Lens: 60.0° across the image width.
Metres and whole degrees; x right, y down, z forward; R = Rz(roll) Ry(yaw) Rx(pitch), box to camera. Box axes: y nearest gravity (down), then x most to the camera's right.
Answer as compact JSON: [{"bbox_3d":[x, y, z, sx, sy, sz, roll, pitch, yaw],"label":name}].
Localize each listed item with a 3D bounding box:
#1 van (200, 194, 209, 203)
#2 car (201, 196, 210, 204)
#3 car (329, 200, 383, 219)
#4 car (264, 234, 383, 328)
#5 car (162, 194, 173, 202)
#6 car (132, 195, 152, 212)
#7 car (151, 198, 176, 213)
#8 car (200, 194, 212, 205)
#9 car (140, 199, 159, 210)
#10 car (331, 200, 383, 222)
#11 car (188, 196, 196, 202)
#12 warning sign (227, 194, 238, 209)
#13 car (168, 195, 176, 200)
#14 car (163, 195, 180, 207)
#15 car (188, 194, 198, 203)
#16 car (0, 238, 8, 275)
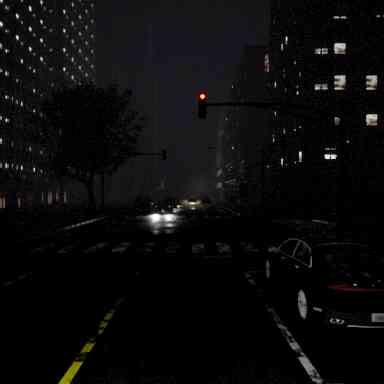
[{"bbox_3d":[2.681,1.400,72.438,1.690,1.788,3.998,0,0,0],"label":"van"},{"bbox_3d":[2.682,1.576,67.084,1.752,1.417,4.829,0,0,0],"label":"car"},{"bbox_3d":[13.423,1.349,26.319,4.403,1.369,2.008,-1,1,-1],"label":"car"},{"bbox_3d":[2.688,1.551,6.912,2.008,1.369,4.403,0,0,0],"label":"car"},{"bbox_3d":[-5.700,1.384,77.959,2.192,1.841,5.009,0,0,0],"label":"car"},{"bbox_3d":[-5.696,1.335,39.299,2.192,1.841,5.009,0,0,0],"label":"car"},{"bbox_3d":[-3.093,1.619,37.150,1.895,1.301,4.718,0,0,-1],"label":"car"},{"bbox_3d":[2.683,1.609,61.391,1.947,1.339,4.313,0,0,0],"label":"car"},{"bbox_3d":[-5.697,1.591,44.822,1.947,1.339,4.313,0,0,0],"label":"car"},{"bbox_3d":[12.411,1.320,23.655,4.892,1.490,1.837,0,0,-3],"label":"car"},{"bbox_3d":[-0.008,1.666,78.905,1.895,1.301,4.718,0,0,0],"label":"car"},{"bbox_3d":[5.065,1.137,41.425,1.300,1.860,1.060,0,0,0],"label":"warning sign"},{"bbox_3d":[-5.702,1.652,94.528,2.008,1.369,4.403,0,0,0],"label":"car"},{"bbox_3d":[-3.102,1.554,47.479,1.812,1.442,4.674,0,0,0],"label":"car"},{"bbox_3d":[0.091,1.654,68.903,1.895,1.301,4.718,0,0,0],"label":"car"},{"bbox_3d":[-5.692,1.545,6.911,1.887,1.381,4.507,0,0,0],"label":"car"}]
